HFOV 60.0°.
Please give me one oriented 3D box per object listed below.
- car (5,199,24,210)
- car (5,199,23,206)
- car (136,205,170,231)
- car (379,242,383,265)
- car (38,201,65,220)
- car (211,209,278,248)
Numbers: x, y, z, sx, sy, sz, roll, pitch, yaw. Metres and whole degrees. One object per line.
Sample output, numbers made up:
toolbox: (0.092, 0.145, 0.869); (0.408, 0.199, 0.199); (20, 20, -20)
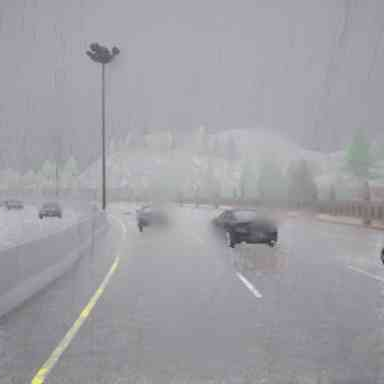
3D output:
car: (-25.606, 1.858, 48.254); (2.033, 1.411, 5.357); (0, 0, -32)
car: (-34.700, 1.993, 64.730); (4.718, 1.301, 1.895); (-1, 0, 45)
car: (-2.537, 1.563, 21.070); (1.812, 1.442, 4.674); (0, 0, -12)
car: (6.571, 1.498, 7.896); (1.812, 1.442, 4.674); (0, 0, -5)
car: (-12.656, 1.631, 30.040); (1.837, 1.490, 4.892); (0, 0, -20)
car: (2.174, 1.479, 14.992); (1.882, 1.535, 5.008); (0, 0, -9)
